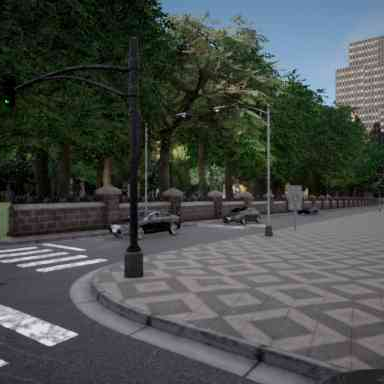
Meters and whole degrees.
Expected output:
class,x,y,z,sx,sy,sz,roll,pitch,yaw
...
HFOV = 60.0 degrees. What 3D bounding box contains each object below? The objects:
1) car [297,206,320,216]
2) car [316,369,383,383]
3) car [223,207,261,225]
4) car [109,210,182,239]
class,x,y,z,sx,sy,sz,roll,pitch,yaw
car,15.952,2.595,45.655,1.895,1.301,4.718,0,-1,36
car,2.508,1.551,1.174,4.403,1.369,2.008,0,0,36
car,4.506,2.082,29.564,1.837,1.490,4.892,0,-2,35
car,-2.605,1.814,19.471,2.128,1.511,4.902,0,-1,37
